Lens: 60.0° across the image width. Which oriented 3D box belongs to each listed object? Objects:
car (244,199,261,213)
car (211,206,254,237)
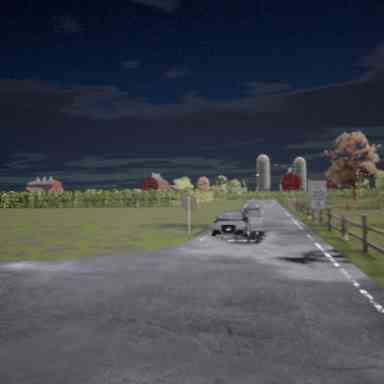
[{"bbox_3d":[7.964,1.748,43.889,2.097,1.767,4.553,-1,-1,13],"label":"car"},{"bbox_3d":[2.320,1.774,19.238,1.994,1.385,4.181,-1,-1,13],"label":"car"}]
